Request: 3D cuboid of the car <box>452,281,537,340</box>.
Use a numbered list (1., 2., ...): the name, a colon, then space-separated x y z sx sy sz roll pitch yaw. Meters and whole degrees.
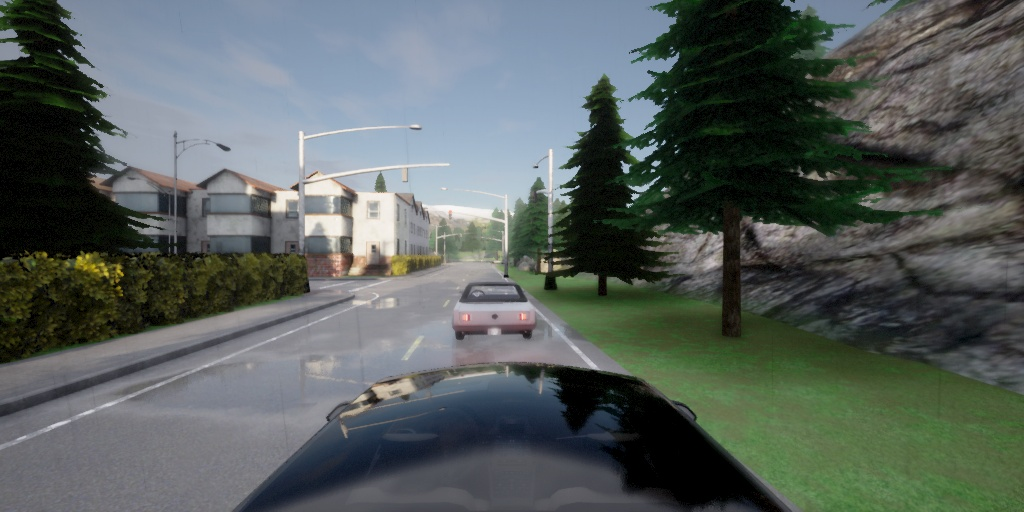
1. car: -0.533 1.350 9.979 1.895 1.301 4.718 0 0 -4
